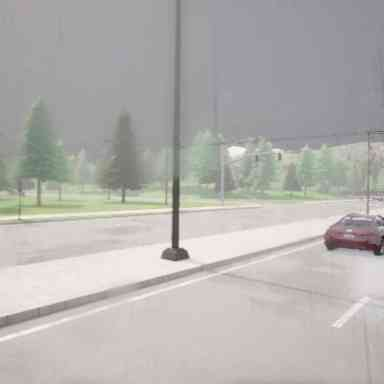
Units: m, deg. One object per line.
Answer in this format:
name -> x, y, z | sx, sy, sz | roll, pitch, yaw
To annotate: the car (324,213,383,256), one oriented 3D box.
car -> 6.943, 1.563, 13.419 | 1.994, 1.385, 4.181 | 1, 1, 41
